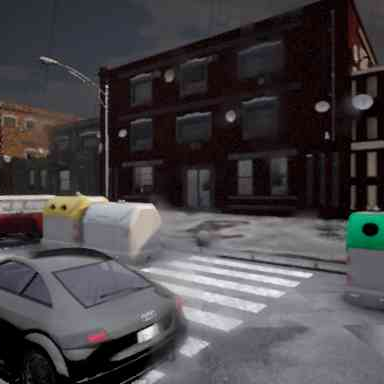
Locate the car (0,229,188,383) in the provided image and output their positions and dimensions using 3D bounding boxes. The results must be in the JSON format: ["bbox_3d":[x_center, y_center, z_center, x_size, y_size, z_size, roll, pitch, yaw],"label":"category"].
[{"bbox_3d":[-2.117,1.534,4.880,4.181,1.385,1.994,1,0,35],"label":"car"}]

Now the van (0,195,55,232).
[{"bbox_3d":[-7.533,1.142,14.445,1.878,1.987,4.442,1,0,35],"label":"van"}]
